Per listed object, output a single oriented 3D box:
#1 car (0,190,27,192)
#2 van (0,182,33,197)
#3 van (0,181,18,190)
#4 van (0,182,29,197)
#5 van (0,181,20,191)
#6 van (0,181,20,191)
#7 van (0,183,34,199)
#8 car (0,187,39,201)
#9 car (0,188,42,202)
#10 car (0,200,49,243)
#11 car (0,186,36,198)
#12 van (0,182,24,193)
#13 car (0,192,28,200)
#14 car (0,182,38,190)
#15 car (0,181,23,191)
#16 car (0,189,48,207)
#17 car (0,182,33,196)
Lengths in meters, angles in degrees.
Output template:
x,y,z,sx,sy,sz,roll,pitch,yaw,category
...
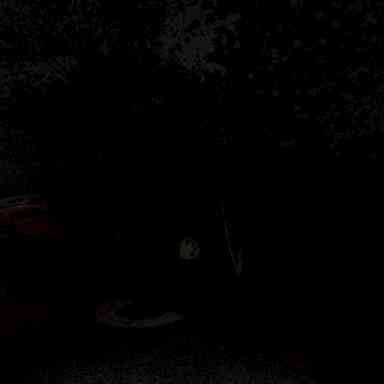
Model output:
x,y,z,sx,sy,sz,roll,pitch,yaw,category
-12.532,0.860,24.599,5.366,1.575,1.946,1,2,-30,car
-24.756,-0.300,46.289,4.442,1.987,1.878,1,1,-30,van
-43.083,-1.476,77.424,4.442,1.987,1.878,1,1,-30,van
-26.347,-0.393,48.567,4.442,1.987,1.878,1,1,-30,van
-40.099,-1.292,72.744,4.442,1.987,1.878,1,1,-30,van
-41.425,-1.378,75.031,4.442,1.987,1.878,1,1,-30,van
-22.164,-0.120,41.373,4.442,1.987,1.878,1,1,-30,van
-20.674,0.232,39.068,4.792,1.488,2.163,1,1,-30,car
-19.351,0.329,36.787,4.792,1.488,2.163,1,2,-30,car
-6.884,1.316,15.219,5.008,1.535,2.097,1,2,-30,car
-23.470,0.014,43.843,5.008,1.535,2.097,1,1,-30,car
-34.543,-0.933,63.164,4.442,1.987,1.878,1,1,-30,van
-8.237,1.077,17.629,4.553,1.767,2.185,1,2,-30,car
-15.114,0.387,29.488,5.566,2.045,2.435,1,2,-30,car
-38.834,-1.230,70.275,5.566,2.045,2.435,1,1,-30,car
-16.561,0.553,31.861,4.792,1.488,2.163,1,2,-30,car
-27.658,-0.507,51.006,5.566,2.045,2.435,1,1,-30,car
